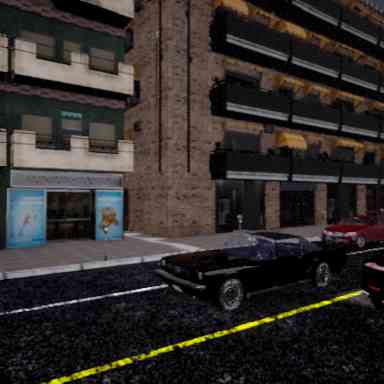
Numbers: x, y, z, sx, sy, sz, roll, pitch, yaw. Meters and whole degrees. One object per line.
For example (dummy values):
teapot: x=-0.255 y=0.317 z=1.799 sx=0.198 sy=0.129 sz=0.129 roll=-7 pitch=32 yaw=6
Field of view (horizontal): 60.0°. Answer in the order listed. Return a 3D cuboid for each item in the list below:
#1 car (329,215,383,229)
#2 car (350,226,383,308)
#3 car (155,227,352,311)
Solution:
car: x=7.710 y=1.703 z=15.197 sx=4.206 sy=1.307 sz=1.802 roll=0 pitch=0 yaw=-33
car: x=5.425 y=1.542 z=6.754 sx=4.902 sy=1.511 sz=2.128 roll=0 pitch=-1 yaw=-33
car: x=1.548 y=1.672 z=8.030 sx=4.718 sy=1.301 sz=1.895 roll=0 pitch=-1 yaw=-33
